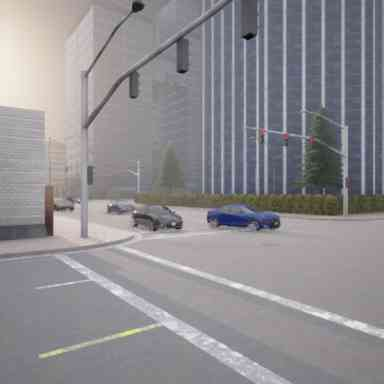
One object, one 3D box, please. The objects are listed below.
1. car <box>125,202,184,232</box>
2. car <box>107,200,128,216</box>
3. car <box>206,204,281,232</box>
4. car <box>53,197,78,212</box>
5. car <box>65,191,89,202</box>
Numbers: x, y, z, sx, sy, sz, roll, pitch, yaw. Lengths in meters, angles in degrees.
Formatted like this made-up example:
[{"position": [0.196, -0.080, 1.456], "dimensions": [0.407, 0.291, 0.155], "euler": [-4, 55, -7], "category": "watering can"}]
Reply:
[{"position": [-2.292, 1.560, 20.847], "dimensions": [1.837, 1.490, 4.892], "euler": [0, 0, -31], "category": "car"}, {"position": [-7.276, 1.580, 34.188], "dimensions": [1.812, 1.442, 4.674], "euler": [0, 0, -36], "category": "car"}, {"position": [3.049, 1.519, 20.520], "dimensions": [1.882, 1.535, 5.008], "euler": [0, 0, -42], "category": "car"}, {"position": [-15.586, 1.602, 39.781], "dimensions": [2.033, 1.411, 5.357], "euler": [0, 0, -35], "category": "car"}, {"position": [-16.307, 0.895, 46.870], "dimensions": [2.150, 2.045, 5.566], "euler": [0, 0, -36], "category": "car"}]
